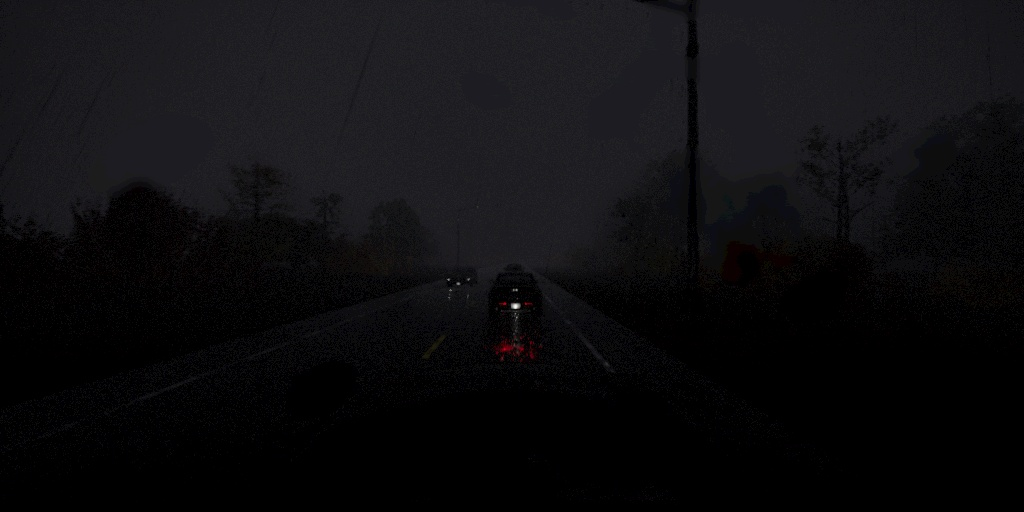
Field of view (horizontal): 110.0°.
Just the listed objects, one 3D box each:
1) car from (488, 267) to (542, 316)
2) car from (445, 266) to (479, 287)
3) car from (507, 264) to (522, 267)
[{"bbox_3d":[0.121,1.340,13.869,1.837,1.490,4.892,0,0,0],"label":"car"},{"bbox_3d":[-3.527,1.467,26.350,2.033,1.411,5.357,0,0,0],"label":"car"},{"bbox_3d":[0.224,1.486,34.884,1.837,1.490,4.892,0,0,0],"label":"car"}]
